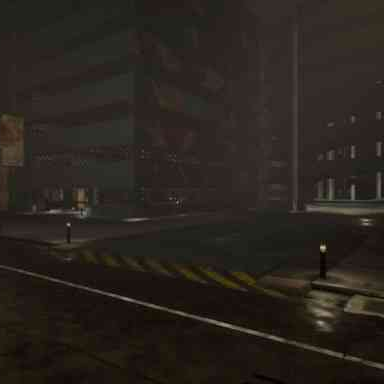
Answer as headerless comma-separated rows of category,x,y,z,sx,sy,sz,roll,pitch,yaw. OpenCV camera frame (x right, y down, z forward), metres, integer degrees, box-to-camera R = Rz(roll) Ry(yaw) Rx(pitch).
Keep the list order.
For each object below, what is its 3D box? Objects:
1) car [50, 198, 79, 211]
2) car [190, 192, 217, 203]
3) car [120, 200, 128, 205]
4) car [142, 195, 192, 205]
car,-15.045,1.411,38.146,4.786,1.482,2.161,0,0,35
car,1.952,1.027,62.991,5.566,2.045,2.435,0,0,35
car,-8.023,1.461,47.389,4.718,1.301,1.895,0,0,35
car,-2.701,1.319,34.487,4.674,1.452,2.002,0,0,35
